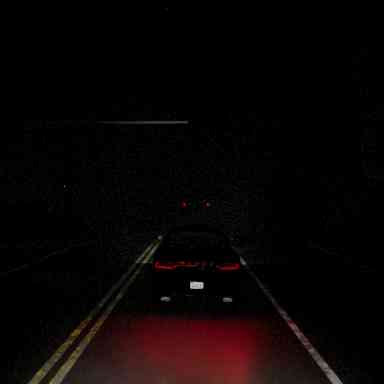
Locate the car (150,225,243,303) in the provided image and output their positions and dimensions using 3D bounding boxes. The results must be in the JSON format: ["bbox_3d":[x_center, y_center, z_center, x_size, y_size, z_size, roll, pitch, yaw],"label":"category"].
[{"bbox_3d":[0.095,1.593,8.568,1.882,1.535,5.008,1,-1,0],"label":"car"}]
